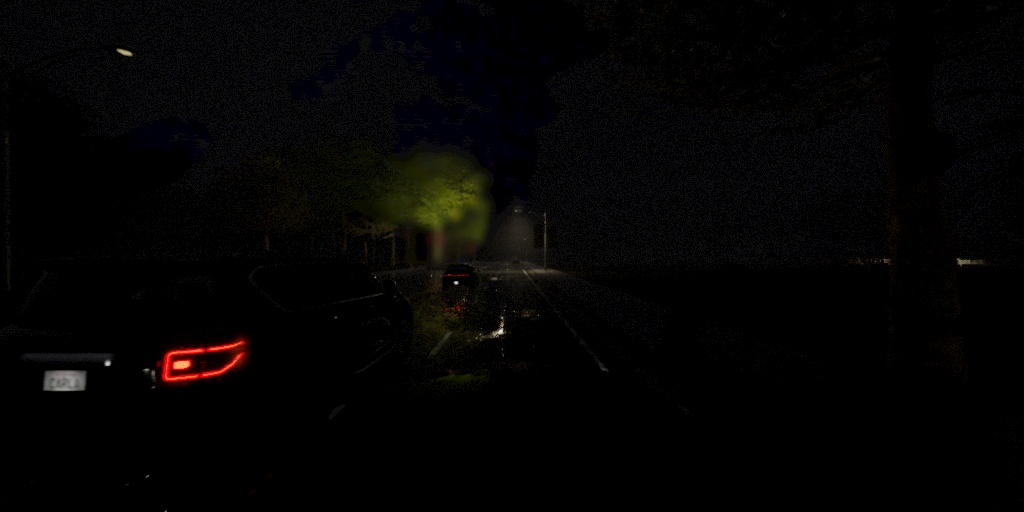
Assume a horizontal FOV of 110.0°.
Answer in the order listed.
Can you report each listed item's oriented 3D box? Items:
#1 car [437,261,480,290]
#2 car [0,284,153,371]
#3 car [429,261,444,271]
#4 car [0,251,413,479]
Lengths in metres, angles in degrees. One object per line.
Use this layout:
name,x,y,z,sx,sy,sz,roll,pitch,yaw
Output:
car,-3.152,1.261,22.597,1.837,1.490,4.892,0,0,0
car,-9.852,1.351,6.521,1.895,1.301,4.718,0,0,0
car,-9.829,1.339,48.334,1.994,1.385,4.181,0,0,0
car,-3.150,0.971,5.210,2.150,2.045,5.566,0,0,0
